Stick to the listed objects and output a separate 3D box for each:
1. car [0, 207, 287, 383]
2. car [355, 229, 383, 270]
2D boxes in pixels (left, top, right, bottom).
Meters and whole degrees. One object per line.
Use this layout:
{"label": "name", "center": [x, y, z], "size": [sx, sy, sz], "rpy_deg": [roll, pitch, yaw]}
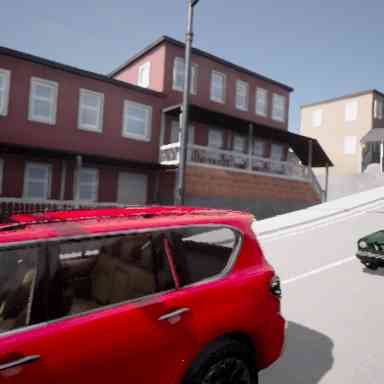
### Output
{"label": "car", "center": [-1.569, 1.218, 2.861], "size": [5.566, 2.045, 2.150], "rpy_deg": [-1, 0, -36]}
{"label": "car", "center": [6.151, 1.125, 8.442], "size": [4.718, 1.301, 1.895], "rpy_deg": [-6, 3, -36]}
